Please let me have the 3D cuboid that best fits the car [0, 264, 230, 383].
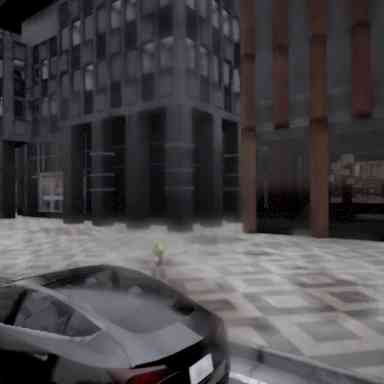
[{"bbox_3d":[-1.611,1.602,4.108,4.313,1.339,1.947,-1,0,35],"label":"car"}]
